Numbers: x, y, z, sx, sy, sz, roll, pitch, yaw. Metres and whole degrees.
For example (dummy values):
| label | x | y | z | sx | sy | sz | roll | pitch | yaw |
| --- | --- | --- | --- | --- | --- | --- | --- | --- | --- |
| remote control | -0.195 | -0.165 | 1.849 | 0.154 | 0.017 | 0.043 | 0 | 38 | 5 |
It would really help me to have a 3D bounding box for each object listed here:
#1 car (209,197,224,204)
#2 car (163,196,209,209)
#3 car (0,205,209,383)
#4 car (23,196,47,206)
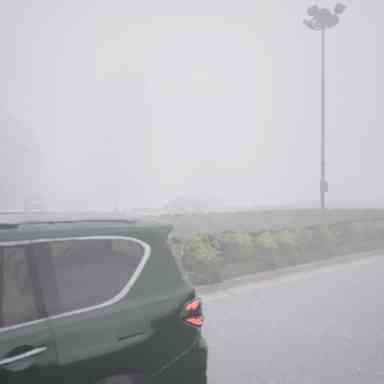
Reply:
| label | x | y | z | sx | sy | sz | roll | pitch | yaw |
| --- | --- | --- | --- | --- | --- | --- | --- | --- | --- |
| car | 2.717 | 1.553 | 49.803 | 2.242 | 1.667 | 4.611 | 0 | 0 | -36 |
| car | -0.868 | 1.350 | 30.849 | 1.932 | 1.855 | 4.605 | 0 | 0 | -36 |
| car | -2.453 | 1.219 | 2.231 | 5.566 | 2.045 | 2.150 | 0 | 0 | -35 |
| car | -16.893 | 1.329 | 35.614 | 1.905 | 1.878 | 3.866 | 0 | 0 | -36 |
